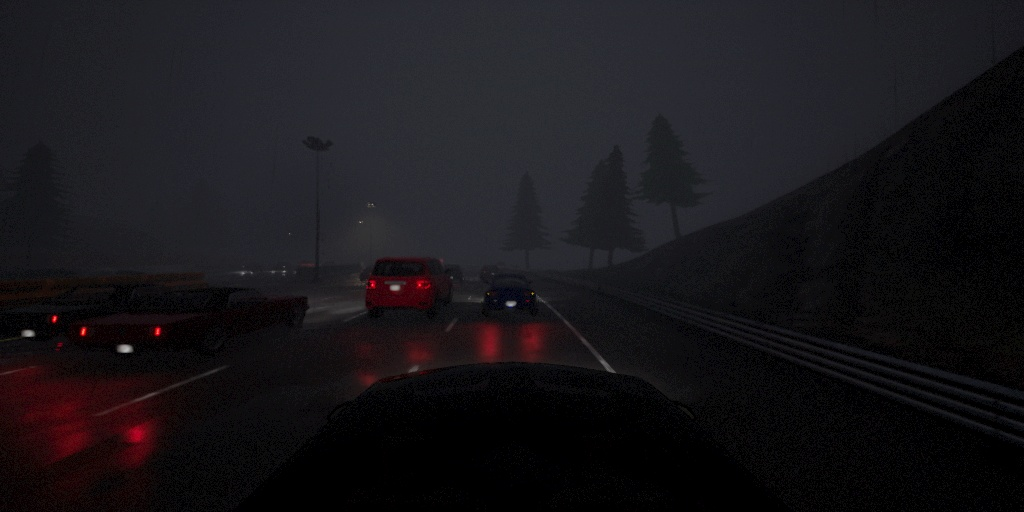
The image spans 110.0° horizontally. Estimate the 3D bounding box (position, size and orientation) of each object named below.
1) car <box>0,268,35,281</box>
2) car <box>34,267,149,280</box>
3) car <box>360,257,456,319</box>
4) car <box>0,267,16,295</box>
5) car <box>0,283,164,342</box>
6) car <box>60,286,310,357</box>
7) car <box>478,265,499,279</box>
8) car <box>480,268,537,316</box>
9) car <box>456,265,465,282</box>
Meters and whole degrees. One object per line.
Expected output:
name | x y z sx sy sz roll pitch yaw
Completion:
car | -25.166 1.366 18.638 1.837 1.490 4.892 0 0 -5
car | -21.720 1.391 19.328 1.812 1.442 4.674 0 0 -5
car | -3.599 1.050 13.410 2.150 2.045 5.566 0 0 -2
car | -28.593 1.359 17.631 1.837 1.490 4.892 0 -1 -5
car | -10.505 1.405 9.983 1.895 1.301 4.718 0 0 -1
car | -6.984 1.396 8.667 1.895 1.301 4.718 0 0 -1
car | -2.054 1.523 33.514 1.994 1.385 4.181 0 0 -9
car | -0.128 1.354 13.684 1.812 1.442 4.674 0 0 -2
car | -5.193 1.447 30.922 1.837 1.490 4.892 0 0 -8
